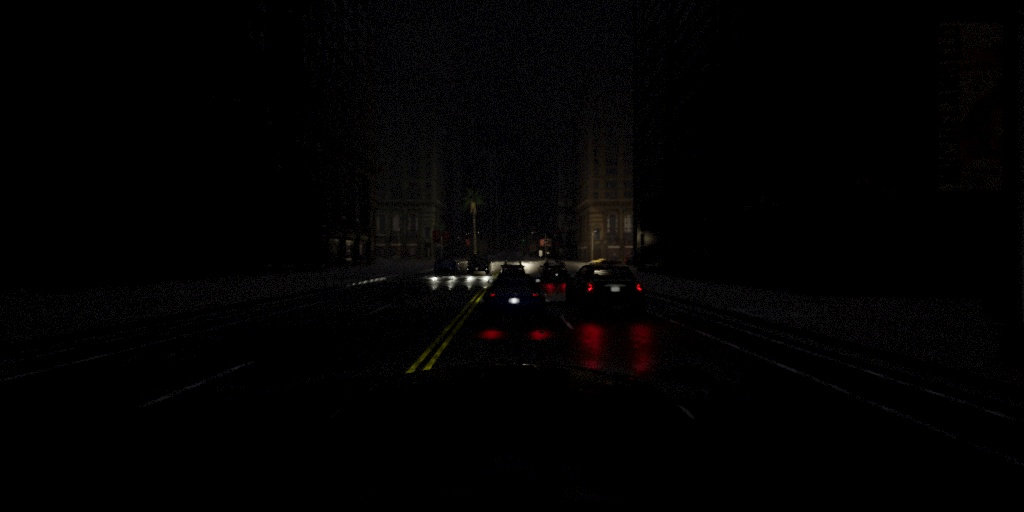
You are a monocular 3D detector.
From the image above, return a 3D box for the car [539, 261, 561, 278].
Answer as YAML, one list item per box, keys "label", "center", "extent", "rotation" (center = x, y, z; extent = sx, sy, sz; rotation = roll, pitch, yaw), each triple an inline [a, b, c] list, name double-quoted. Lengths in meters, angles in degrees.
- label: "car"
  center: [3.328, 1.157, 29.035]
  extent: [2.128, 1.511, 4.902]
  rotation: [0, 0, 0]

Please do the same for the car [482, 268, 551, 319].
- label: "car"
  center: [0.076, 1.282, 12.606]
  extent: [1.994, 1.385, 4.181]
  rotation: [0, 0, 0]

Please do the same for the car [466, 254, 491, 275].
- label: "car"
  center: [-3.358, 0.859, 37.054]
  extent: [2.150, 2.045, 5.566]
  rotation: [0, 0, 0]

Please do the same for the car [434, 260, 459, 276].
- label: "car"
  center: [-6.610, 1.115, 36.346]
  extent: [1.882, 1.535, 5.008]
  rotation: [0, 0, 0]

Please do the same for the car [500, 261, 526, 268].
- label: "car"
  center: [0.077, 1.157, 29.045]
  extent: [2.128, 1.511, 4.902]
  rotation: [0, 0, 0]

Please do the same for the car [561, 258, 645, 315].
- label: "car"
  center: [3.328, 1.069, 13.621]
  extent: [2.097, 1.767, 4.553]
  rotation: [0, 0, 0]
